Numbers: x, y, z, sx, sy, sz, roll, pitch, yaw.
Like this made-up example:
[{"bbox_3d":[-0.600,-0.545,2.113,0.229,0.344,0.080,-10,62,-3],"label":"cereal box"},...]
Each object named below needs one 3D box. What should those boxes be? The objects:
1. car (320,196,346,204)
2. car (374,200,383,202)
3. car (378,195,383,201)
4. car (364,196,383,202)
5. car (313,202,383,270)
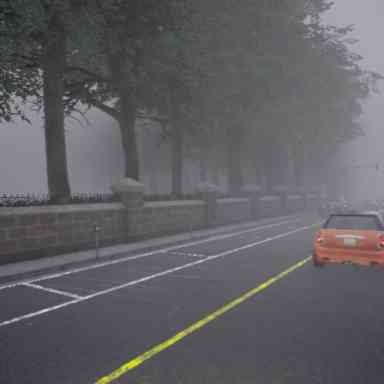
[{"bbox_3d":[14.314,1.358,33.674,2.192,1.841,5.009,-2,-1,35],"label":"car"},{"bbox_3d":[13.499,1.482,22.348,1.812,1.442,4.674,-1,-1,35],"label":"car"},{"bbox_3d":[45.367,1.368,78.573,1.887,1.381,4.507,-2,-1,35],"label":"car"},{"bbox_3d":[20.660,1.484,38.204,1.812,1.442,4.674,-1,-1,35],"label":"car"},{"bbox_3d":[5.470,1.353,10.743,2.097,1.767,4.553,-1,-1,35],"label":"car"}]
